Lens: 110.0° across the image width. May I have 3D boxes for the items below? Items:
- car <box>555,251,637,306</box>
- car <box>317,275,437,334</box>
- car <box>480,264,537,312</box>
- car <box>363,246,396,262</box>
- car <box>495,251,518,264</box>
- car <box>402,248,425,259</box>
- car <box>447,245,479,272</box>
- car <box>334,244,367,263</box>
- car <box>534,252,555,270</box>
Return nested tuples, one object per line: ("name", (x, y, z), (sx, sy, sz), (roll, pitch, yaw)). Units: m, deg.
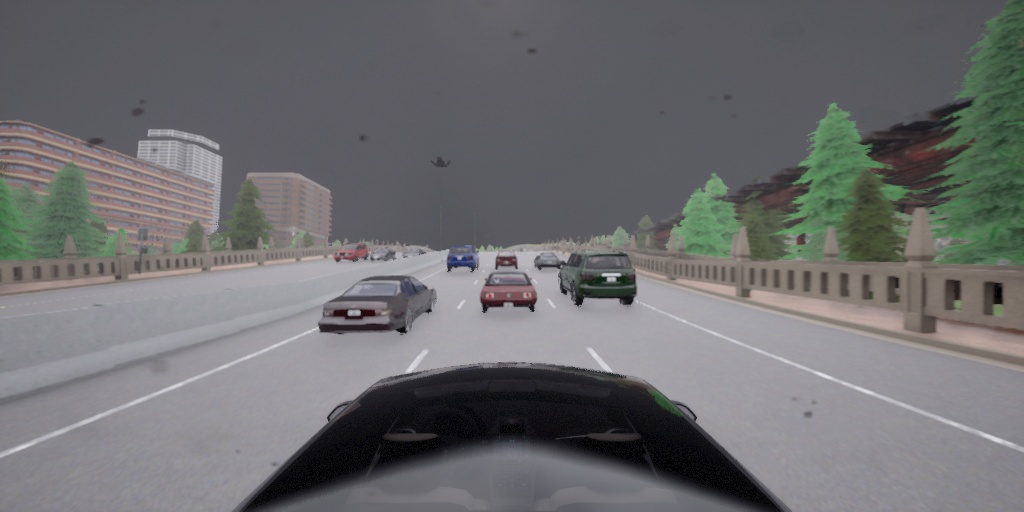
("car", (3.343, 0.786, 14.881), (2.150, 2.045, 5.566), (0, 2, -1))
("car", (-3.595, 1.278, 10.625), (2.033, 1.411, 5.357), (0, 1, -1))
("car", (-0.140, 1.222, 13.817), (1.895, 1.301, 4.718), (0, 2, -1))
("car", (-14.875, -0.118, 41.527), (2.128, 1.511, 4.902), (0, 3, -1))
("car", (-0.497, 0.262, 31.881), (1.882, 1.535, 5.008), (0, 3, -1))
("car", (-11.377, -0.141, 41.679), (2.128, 1.511, 4.902), (0, 3, -1))
("car", (-3.957, 0.137, 29.448), (2.150, 2.045, 5.566), (0, 3, -1))
("car", (-18.375, -0.364, 41.354), (2.150, 2.045, 5.566), (0, 3, -1))
("car", (3.019, 0.375, 30.982), (1.994, 1.385, 4.181), (0, 3, -1))
